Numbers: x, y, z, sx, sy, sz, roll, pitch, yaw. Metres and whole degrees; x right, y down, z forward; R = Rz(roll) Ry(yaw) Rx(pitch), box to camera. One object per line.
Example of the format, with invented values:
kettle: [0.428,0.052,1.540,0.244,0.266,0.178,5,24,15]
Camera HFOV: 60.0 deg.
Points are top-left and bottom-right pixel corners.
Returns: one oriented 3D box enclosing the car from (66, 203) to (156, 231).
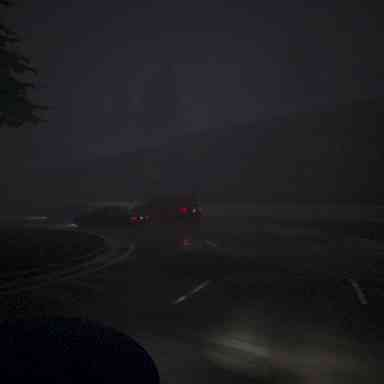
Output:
car: [-5.212,1.603,21.221,5.357,1.411,2.033,0,0,31]

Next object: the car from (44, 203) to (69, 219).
car: [-10.702,1.634,29.204,4.181,1.385,1.994,0,0,3]

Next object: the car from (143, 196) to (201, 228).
car: [-1.900,1.288,22.938,5.566,2.045,2.150,0,-1,41]

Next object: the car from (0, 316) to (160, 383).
car: [-2.542,1.479,1.779,5.008,1.535,1.882,0,1,-32]
